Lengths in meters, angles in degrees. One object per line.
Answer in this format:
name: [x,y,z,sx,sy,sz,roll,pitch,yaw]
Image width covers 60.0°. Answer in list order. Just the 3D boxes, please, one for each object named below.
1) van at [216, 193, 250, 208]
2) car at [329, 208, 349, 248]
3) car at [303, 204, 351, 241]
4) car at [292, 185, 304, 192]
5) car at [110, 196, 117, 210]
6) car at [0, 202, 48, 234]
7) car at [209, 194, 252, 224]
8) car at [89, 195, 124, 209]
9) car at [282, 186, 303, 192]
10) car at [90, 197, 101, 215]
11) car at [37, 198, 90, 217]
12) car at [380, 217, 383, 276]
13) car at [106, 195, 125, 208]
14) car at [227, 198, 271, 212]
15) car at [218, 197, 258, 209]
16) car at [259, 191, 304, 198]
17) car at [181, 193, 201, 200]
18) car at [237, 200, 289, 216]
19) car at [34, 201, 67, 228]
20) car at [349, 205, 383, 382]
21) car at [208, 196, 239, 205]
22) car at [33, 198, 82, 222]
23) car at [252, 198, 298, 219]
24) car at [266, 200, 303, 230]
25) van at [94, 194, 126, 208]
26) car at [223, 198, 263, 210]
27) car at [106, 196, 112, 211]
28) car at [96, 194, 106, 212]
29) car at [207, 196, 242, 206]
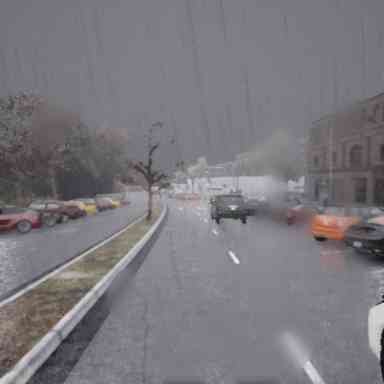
van: [5.896,1.228,47.920,4.442,1.987,1.878,1,0,-25]
car: [7.682,1.477,11.765,4.892,1.521,2.231,1,0,-21]
car: [7.626,1.349,14.784,4.553,1.767,2.185,1,0,-21]
car: [22.948,-0.415,69.655,2.435,2.045,5.566,-7,4,-30]
car: [-11.669,1.549,38.968,4.674,1.452,2.002,-1,0,-24]
car: [-10.699,1.537,18.247,4.792,1.488,2.163,-1,0,-21]
car: [2.674,1.212,25.039,2.150,2.045,5.566,0,0,-2]
car: [-12.335,1.383,47.838,4.553,1.767,2.185,-1,0,-25]
car: [20.001,0.165,69.140,2.002,1.452,4.674,-7,4,-30]
car: [-11.306,1.507,30.026,5.366,1.575,1.946,-1,0,-23]
car: [-11.025,1.382,27.135,4.553,1.767,2.185,-1,0,-22]
car: [7.735,1.478,8.746,5.008,1.535,2.097,1,0,-21]
car: [-11.720,1.503,42.002,5.366,1.575,1.946,-1,0,-24]
car: [6.665,1.500,38.933,4.674,1.452,2.002,1,0,-24]
car: [6.244,1.458,44.961,4.892,1.521,2.231,1,0,-25]
car: [7.148,1.213,29.868,5.566,2.045,2.435,1,0,-23]
car: [0.235,1.518,94.490,4.553,1.767,2.185,0,0,-30]
car: [7.014,1.503,32.905,4.674,1.452,2.002,1,0,-23]
car: [-10.731,1.536,21.241,4.792,1.488,2.163,-1,0,-22]
car: [3.093,1.220,1.421,2.150,2.045,5.566,0,0,0]
car: [5.353,1.486,56.969,4.792,1.488,2.163,1,0,-26]
car: [-10.860,1.507,24.183,5.008,1.535,2.097,-1,0,-22]
car: [7.307,1.467,26.864,5.008,1.535,2.097,1,0,-23]
car: [7.505,1.470,20.830,5.008,1.535,2.097,1,0,-22]
van: [-12.529,1.282,50.825,4.442,1.987,1.878,-1,0,-25]
car: [6.454,1.498,41.950,4.674,1.452,2.002,1,0,-24]
car: [-11.471,1.548,36.013,4.674,1.452,2.002,-1,0,-23]
car: [-11.269,1.382,33.068,4.553,1.767,2.185,-1,0,-23]
car: [5.295,1.447,53.908,5.366,1.575,1.946,1,0,-26]
